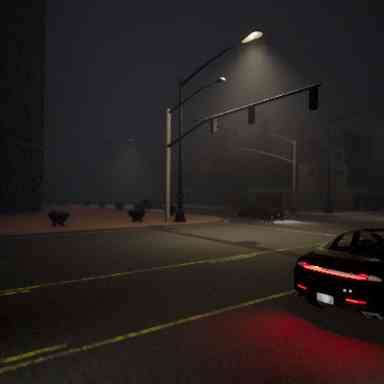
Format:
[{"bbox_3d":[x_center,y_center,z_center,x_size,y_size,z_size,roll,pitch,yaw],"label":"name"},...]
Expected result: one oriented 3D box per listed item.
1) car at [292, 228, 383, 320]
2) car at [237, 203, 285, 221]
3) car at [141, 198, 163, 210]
[{"bbox_3d":[4.117,1.498,6.739,4.902,1.511,2.128,0,0,-35],"label":"car"},{"bbox_3d":[5.785,1.636,28.250,1.994,1.385,4.181,1,0,-35],"label":"car"},{"bbox_3d":[-5.600,1.589,44.527,1.812,1.442,4.674,1,-1,-35],"label":"car"}]
